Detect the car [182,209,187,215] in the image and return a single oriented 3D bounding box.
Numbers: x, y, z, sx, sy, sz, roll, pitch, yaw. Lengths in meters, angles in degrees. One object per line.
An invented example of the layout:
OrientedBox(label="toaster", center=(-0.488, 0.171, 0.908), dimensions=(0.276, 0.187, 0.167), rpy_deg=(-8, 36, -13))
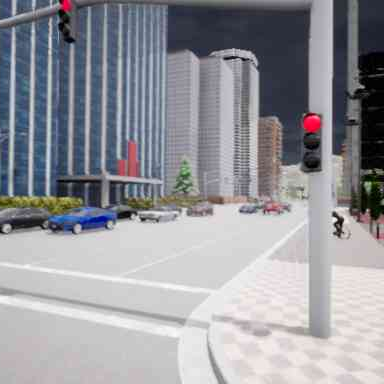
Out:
OrientedBox(label="car", center=(-2.873, 2.093, 39.415), dimensions=(2.033, 1.411, 5.357), rpy_deg=(0, -1, 23))

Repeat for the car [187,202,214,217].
OrientedBox(label="car", center=(0.987, 1.942, 39.548), dimensions=(2.097, 1.767, 4.553), rpy_deg=(0, -1, 23))

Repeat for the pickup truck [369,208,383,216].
OrientedBox(label="pickup truck", center=(20.454, 1.777, 33.732), dimensions=(6.274, 2.098, 2.390), rpy_deg=(1, -1, -37))

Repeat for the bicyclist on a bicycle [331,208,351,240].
OrientedBox(label="bicyclist on a bicycle", center=(7.311, 1.636, 17.226), dimensions=(1.656, 1.620, 0.582), rpy_deg=(0, -1, 23))

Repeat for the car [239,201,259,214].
OrientedBox(label="car", center=(7.912, 2.331, 46.551), dimensions=(1.994, 1.385, 4.181), rpy_deg=(0, -1, 23))

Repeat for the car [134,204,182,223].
OrientedBox(label="car", center=(-2.958, 2.012, 30.189), dimensions=(1.895, 1.301, 4.718), rpy_deg=(0, -1, 23))

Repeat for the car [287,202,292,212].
OrientedBox(label="car", center=(15.057, 2.313, 54.561), dimensions=(2.097, 1.767, 4.553), rpy_deg=(0, -1, 23))

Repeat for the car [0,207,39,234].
OrientedBox(label="car", center=(-10.771, 1.692, 20.608), dimensions=(1.837, 1.490, 4.892), rpy_deg=(0, -1, 23))

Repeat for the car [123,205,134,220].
OrientedBox(label="car", center=(-6.866, 1.842, 29.922), dimensions=(1.882, 1.535, 5.008), rpy_deg=(0, -1, 23))

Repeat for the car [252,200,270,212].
OrientedBox(label="car", center=(11.515, 2.283, 55.166), dimensions=(2.097, 1.767, 4.553), rpy_deg=(0, -1, 23))

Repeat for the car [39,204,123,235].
OrientedBox(label="car", center=(-6.800, 1.714, 21.029), dimensions=(1.882, 1.535, 5.008), rpy_deg=(0, -1, 23))

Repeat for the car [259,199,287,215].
OrientedBox(label="car", center=(10.933, 1.995, 44.701), dimensions=(2.150, 2.045, 5.566), rpy_deg=(0, -1, 23))
